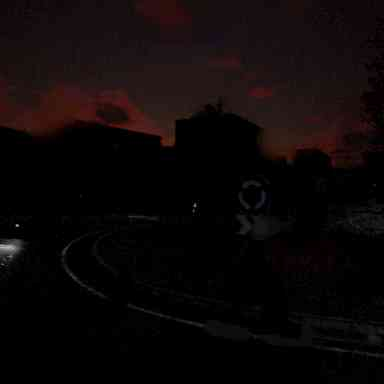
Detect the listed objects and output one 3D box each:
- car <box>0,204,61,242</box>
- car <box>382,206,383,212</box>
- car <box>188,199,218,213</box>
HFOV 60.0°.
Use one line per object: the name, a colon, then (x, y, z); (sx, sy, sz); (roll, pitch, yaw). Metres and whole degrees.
car: (-7.486, 1.275, 14.824); (1.994, 1.385, 4.181); (3, 1, 1)
car: (36.988, 3.069, 62.775); (2.033, 1.411, 5.357); (3, 1, 34)
car: (1.933, 1.111, 27.542); (4.553, 1.767, 2.097); (3, -1, -15)
